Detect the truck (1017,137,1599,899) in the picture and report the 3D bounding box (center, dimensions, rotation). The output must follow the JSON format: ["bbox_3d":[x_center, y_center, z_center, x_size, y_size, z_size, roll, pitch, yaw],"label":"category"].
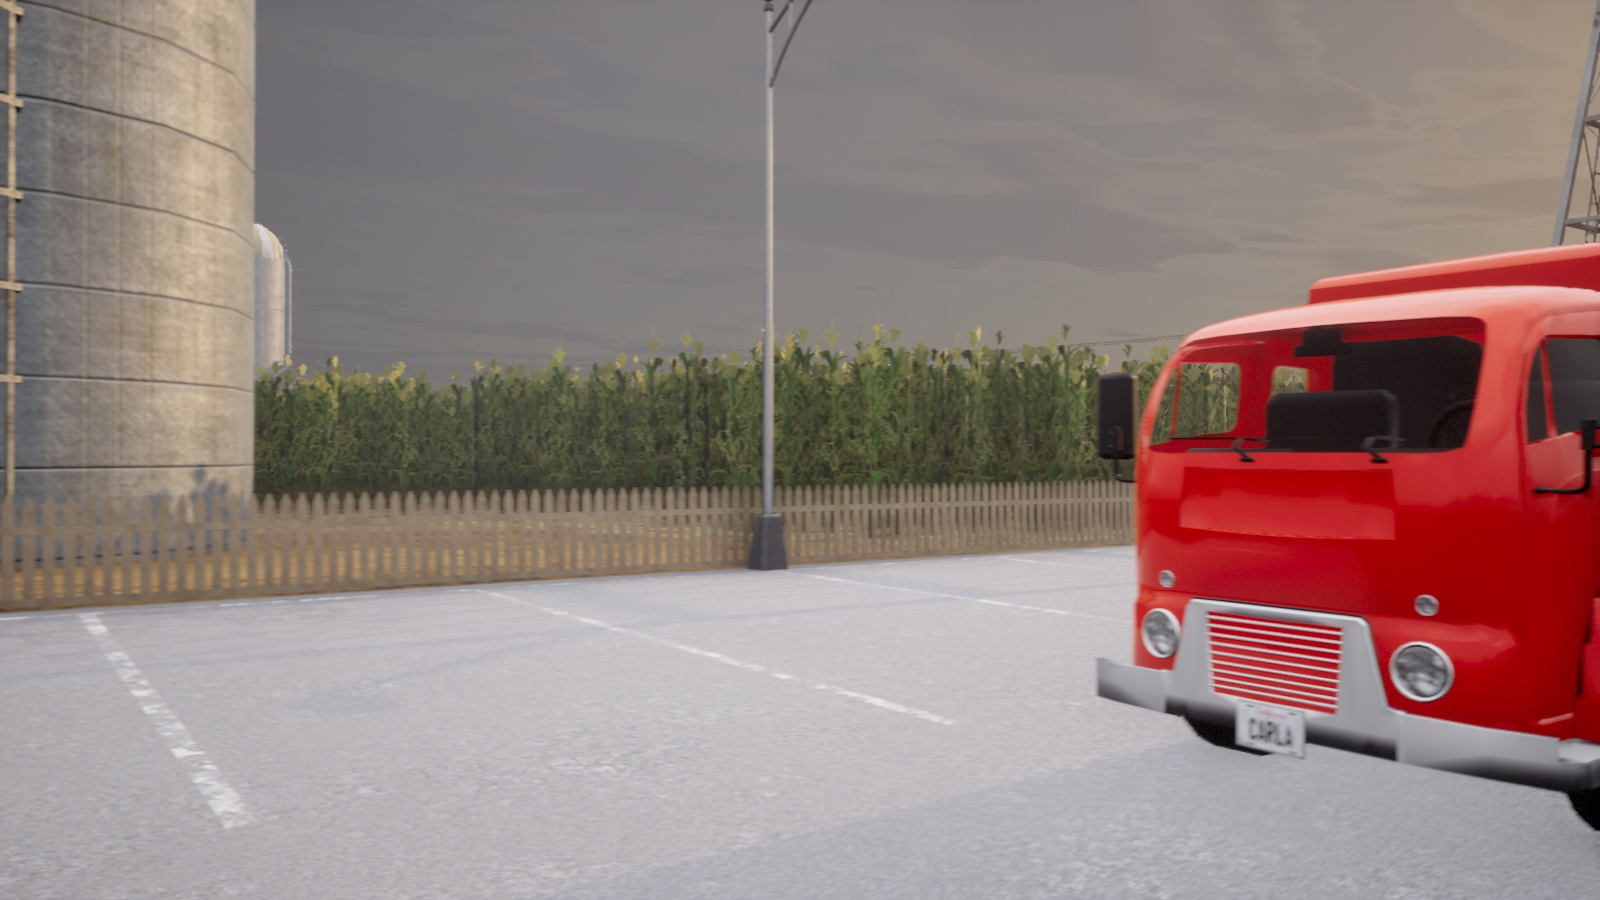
[{"bbox_3d":[3.921,0.265,6.390,5.204,2.467,2.627,0,0,-35],"label":"truck"}]
